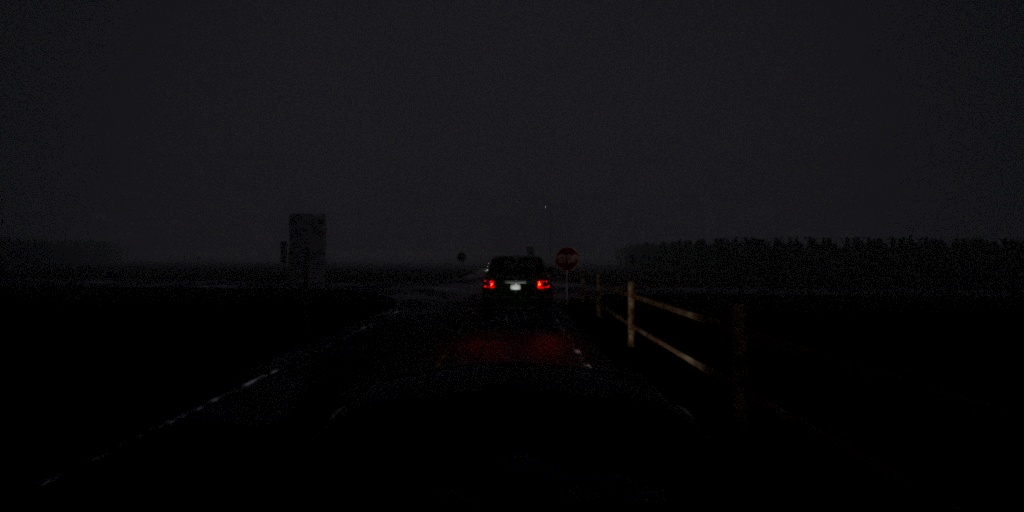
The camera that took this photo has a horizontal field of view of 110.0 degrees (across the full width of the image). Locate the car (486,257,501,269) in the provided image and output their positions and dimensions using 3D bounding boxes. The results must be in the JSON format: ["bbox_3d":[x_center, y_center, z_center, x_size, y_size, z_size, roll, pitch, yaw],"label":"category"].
[{"bbox_3d":[-2.817,1.110,55.966,2.097,1.767,4.553,0,0,0],"label":"car"}]

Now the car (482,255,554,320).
[{"bbox_3d":[0.304,0.980,12.795,2.150,2.045,5.566,0,0,4],"label":"car"}]
